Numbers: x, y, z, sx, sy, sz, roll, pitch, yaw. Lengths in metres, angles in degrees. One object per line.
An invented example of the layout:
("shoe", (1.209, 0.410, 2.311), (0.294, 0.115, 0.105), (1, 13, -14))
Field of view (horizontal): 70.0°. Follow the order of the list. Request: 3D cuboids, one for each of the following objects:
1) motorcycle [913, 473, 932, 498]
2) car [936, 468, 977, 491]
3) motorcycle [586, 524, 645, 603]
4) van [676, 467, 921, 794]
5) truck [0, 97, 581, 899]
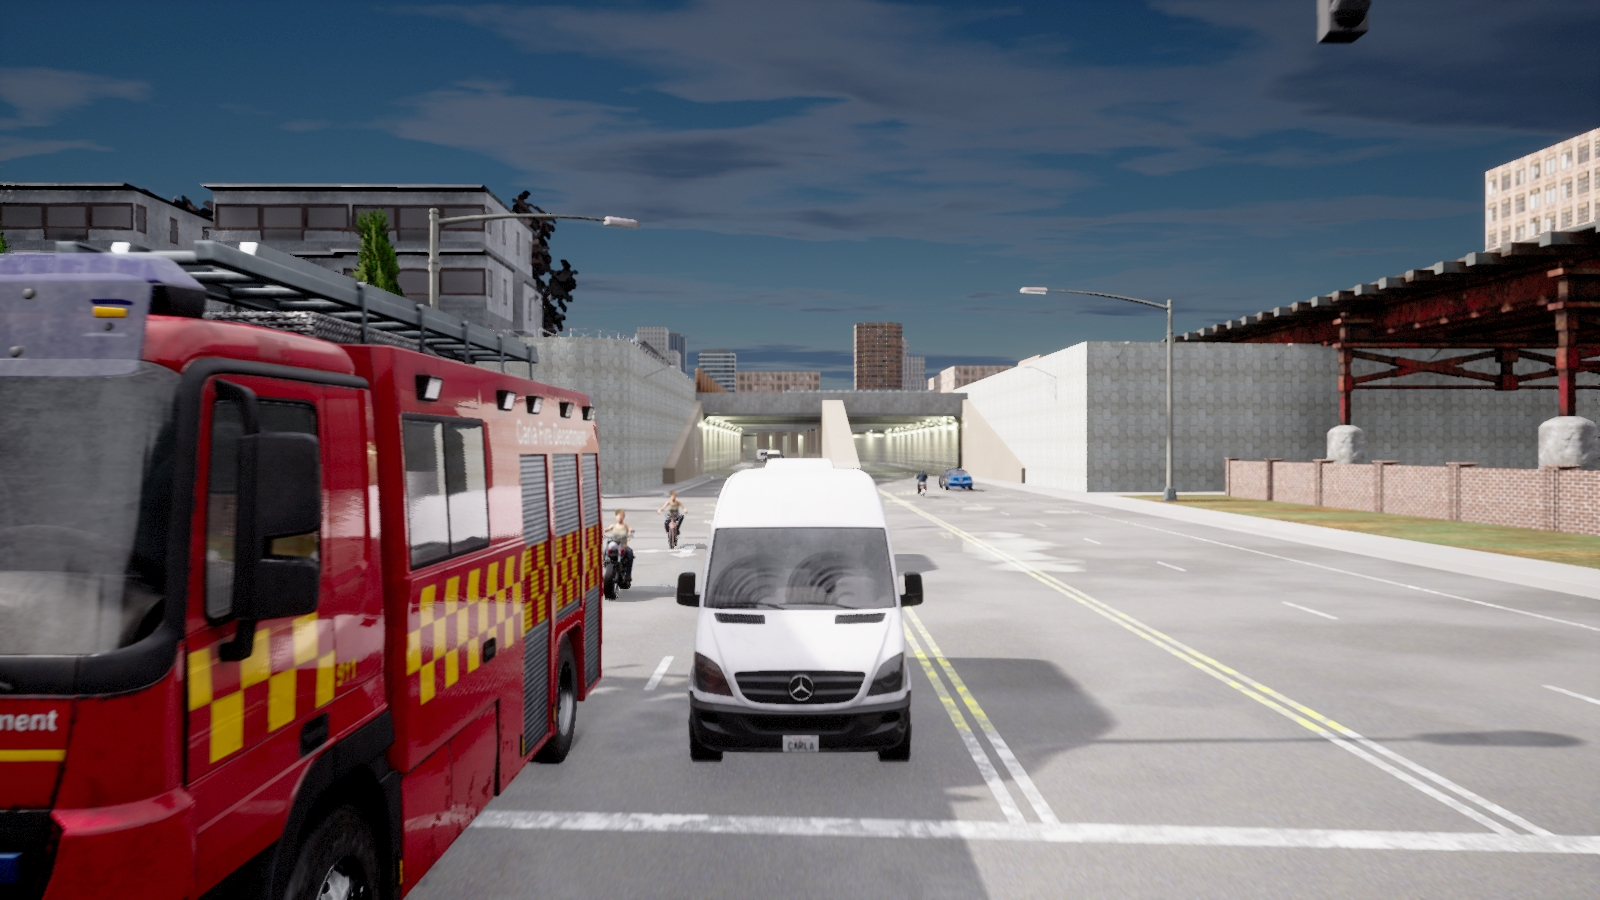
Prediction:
("motorcycle", (7.018, 2.015, 65.493), (0.856, 1.341, 1.805), (0, 0, 0))
("car", (10.508, 1.970, 77.245), (2.033, 1.411, 5.357), (0, 0, 0))
("motorcycle", (-3.507, 2.135, 21.924), (0.764, 1.277, 2.356), (0, 0, 0))
("van", (-0.005, 1.511, 12.245), (1.988, 2.561, 5.915), (0, 0, 0))
("truck", (-3.731, 0.878, 7.579), (2.891, 3.827, 8.468), (0, 0, 0))
